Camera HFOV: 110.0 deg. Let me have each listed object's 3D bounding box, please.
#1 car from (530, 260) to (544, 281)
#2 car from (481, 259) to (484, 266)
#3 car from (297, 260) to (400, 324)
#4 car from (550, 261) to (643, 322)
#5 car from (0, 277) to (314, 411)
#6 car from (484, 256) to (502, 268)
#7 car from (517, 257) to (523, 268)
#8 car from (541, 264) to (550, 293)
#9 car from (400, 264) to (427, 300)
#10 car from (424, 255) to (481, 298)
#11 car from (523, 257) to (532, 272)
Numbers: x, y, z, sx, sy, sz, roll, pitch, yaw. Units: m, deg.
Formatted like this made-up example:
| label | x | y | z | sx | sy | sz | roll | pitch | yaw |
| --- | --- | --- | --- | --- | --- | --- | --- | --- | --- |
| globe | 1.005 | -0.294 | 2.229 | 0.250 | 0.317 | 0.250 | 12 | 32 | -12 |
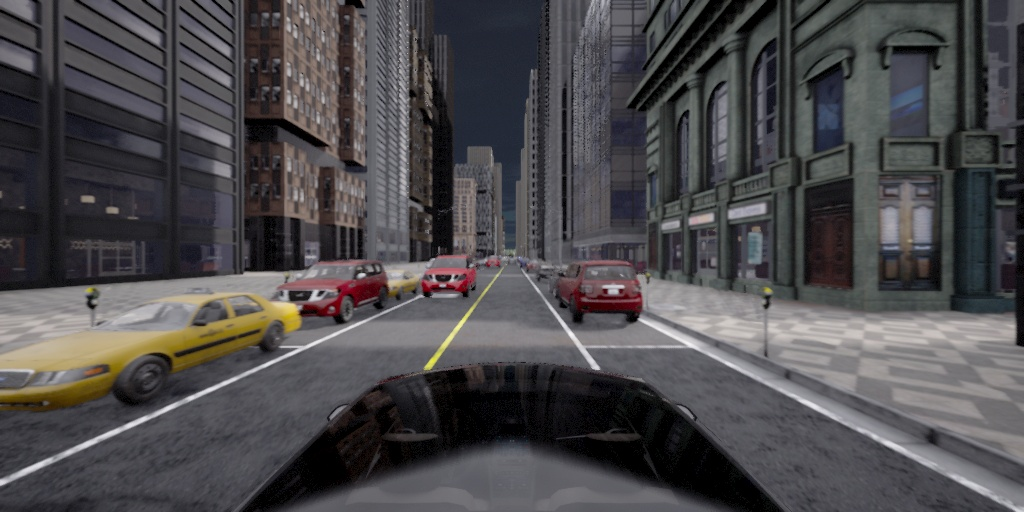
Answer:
| label | x | y | z | sx | sy | sz | roll | pitch | yaw |
| --- | --- | --- | --- | --- | --- | --- | --- | --- | --- |
| car | 2.765 | 1.287 | 29.076 | 2.007 | 1.370 | 4.403 | 0 | 0 | 0 |
| car | -5.758 | 1.051 | 51.632 | 2.192 | 1.841 | 5.009 | 0 | 0 | 0 |
| car | -5.761 | 1.058 | 12.148 | 2.192 | 1.841 | 5.009 | 0 | 0 | 0 |
| car | 2.764 | 1.058 | 12.155 | 2.192 | 1.841 | 5.009 | 0 | 0 | 0 |
| car | -5.762 | 1.272 | 6.337 | 1.751 | 1.417 | 4.829 | 0 | 0 | 0 |
| car | -3.037 | 0.959 | 59.474 | 2.150 | 2.045 | 5.566 | 0 | 0 | 1 |
| car | 2.393 | 1.090 | 59.633 | 2.097 | 1.767 | 4.553 | 0 | 0 | 0 |
| car | 2.764 | 1.291 | 17.795 | 2.007 | 1.370 | 4.403 | 0 | 0 | 0 |
| car | -5.761 | 1.266 | 17.619 | 1.751 | 1.417 | 4.829 | 0 | 0 | 0 |
| car | -3.099 | 0.961 | 18.815 | 2.150 | 2.045 | 5.566 | 0 | 0 | 0 |
| car | 2.767 | 1.175 | 45.996 | 1.967 | 1.591 | 4.097 | 0 | 0 | 0 |
